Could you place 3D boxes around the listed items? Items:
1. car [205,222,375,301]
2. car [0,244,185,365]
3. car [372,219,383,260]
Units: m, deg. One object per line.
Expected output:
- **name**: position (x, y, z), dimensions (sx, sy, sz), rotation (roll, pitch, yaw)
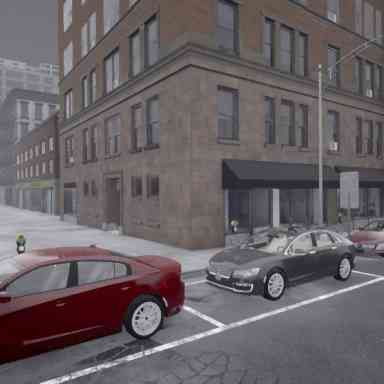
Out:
- **car**: position (2.319, 1.550, 8.208), dimensions (4.403, 1.369, 2.008), rotation (0, -1, -36)
- **car**: position (-2.221, 1.544, 4.958), dimensions (4.507, 1.381, 1.887), rotation (0, -1, -36)
- **car**: position (6.859, 1.581, 11.458), dimensions (4.206, 1.307, 1.802), rotation (0, -1, -36)
